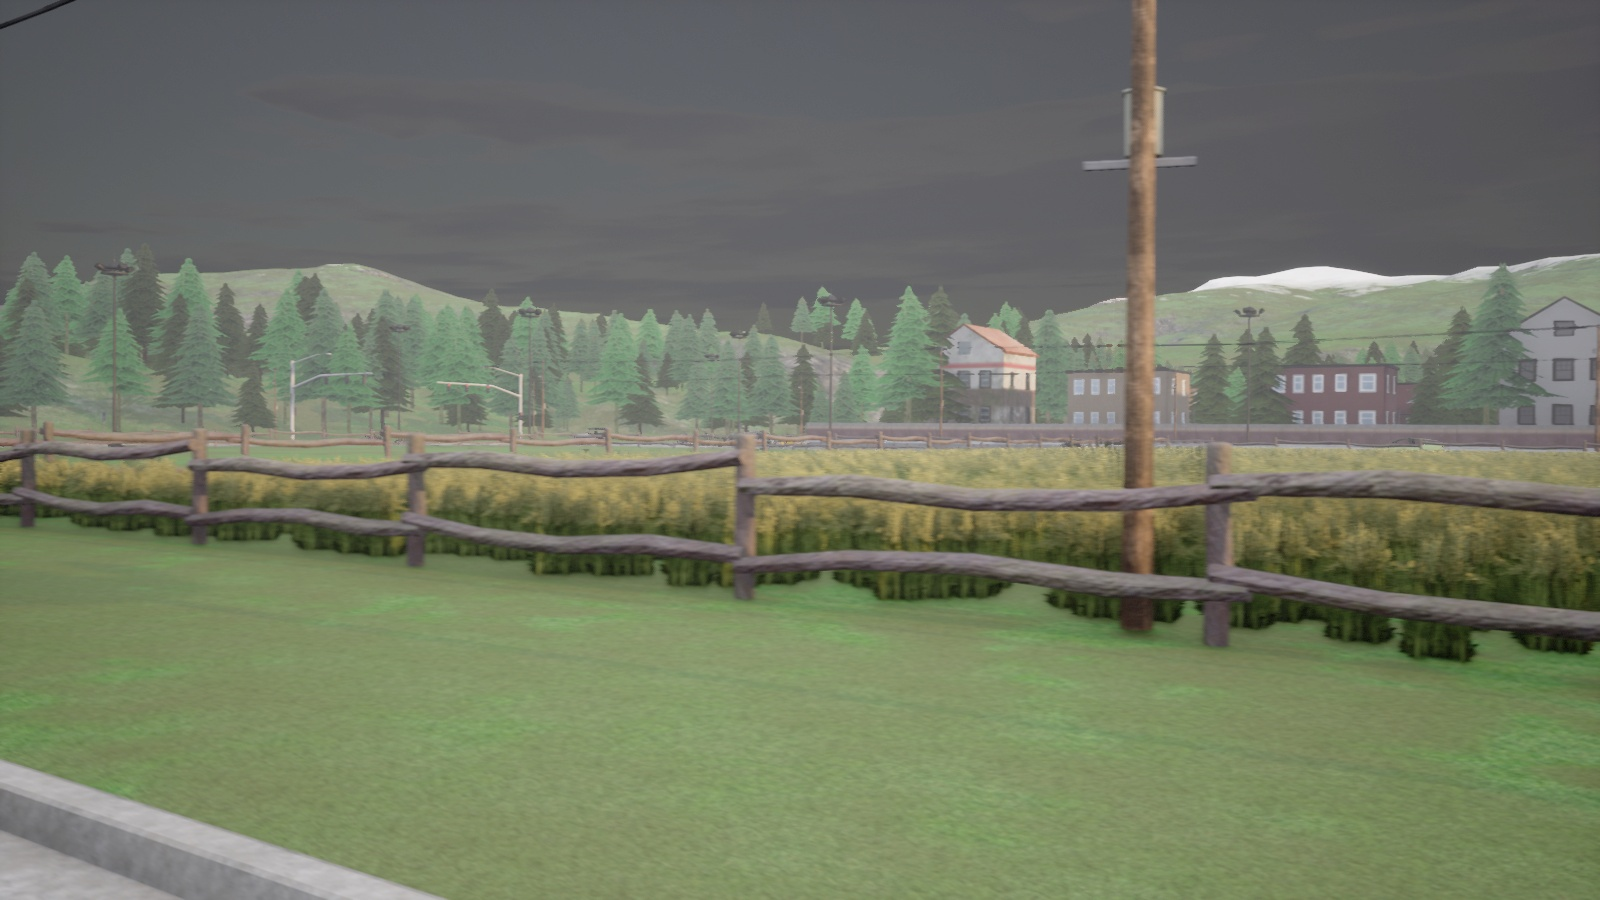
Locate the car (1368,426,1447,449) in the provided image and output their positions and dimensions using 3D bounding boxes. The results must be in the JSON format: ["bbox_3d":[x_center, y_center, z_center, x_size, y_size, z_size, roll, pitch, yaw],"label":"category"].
[{"bbox_3d":[40.706,-0.836,84.173,4.514,1.525,2.007,0,1,34],"label":"car"}]
